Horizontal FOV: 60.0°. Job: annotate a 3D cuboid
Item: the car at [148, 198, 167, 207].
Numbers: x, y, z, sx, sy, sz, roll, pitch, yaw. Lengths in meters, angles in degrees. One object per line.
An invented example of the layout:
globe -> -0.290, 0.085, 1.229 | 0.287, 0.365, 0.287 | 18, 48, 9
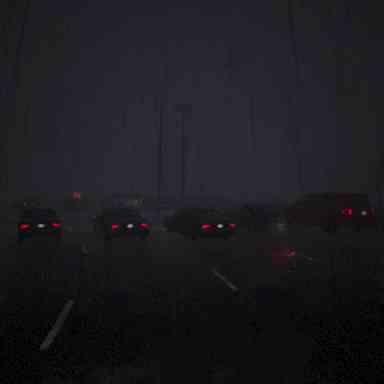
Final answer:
car -> -4.116, 1.325, 35.472 | 1.994, 1.385, 4.181 | -1, 1, -43

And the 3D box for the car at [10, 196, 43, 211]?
car -> -16.343, 1.188, 32.938 | 2.097, 1.767, 4.553 | -1, 1, -44

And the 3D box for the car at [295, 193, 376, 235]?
car -> 7.078, 1.057, 18.020 | 2.150, 2.045, 5.566 | 0, 0, -20

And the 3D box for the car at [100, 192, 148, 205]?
car -> -7.226, 1.009, 33.809 | 2.150, 2.045, 5.566 | -1, 0, -44

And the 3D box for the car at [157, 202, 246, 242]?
car -> 0.211, 1.430, 15.948 | 2.033, 1.411, 5.357 | 0, 0, -22

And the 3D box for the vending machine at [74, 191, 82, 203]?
vending machine -> -19.381, 0.875, 56.521 | 0.880, 2.100, 1.100 | 0, 1, 45

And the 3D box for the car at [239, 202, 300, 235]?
car -> 3.304, 1.358, 17.924 | 1.837, 1.490, 4.892 | 0, 0, -22

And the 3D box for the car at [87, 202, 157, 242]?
car -> -3.585, 1.447, 16.071 | 2.033, 1.411, 5.357 | 0, 0, -24

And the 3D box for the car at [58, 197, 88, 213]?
car -> -12.283, 1.303, 33.774 | 2.128, 1.511, 4.902 | -1, 1, -43

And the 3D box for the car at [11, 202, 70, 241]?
car -> -7.487, 1.463, 16.252 | 2.033, 1.411, 5.357 | 0, 0, -27
